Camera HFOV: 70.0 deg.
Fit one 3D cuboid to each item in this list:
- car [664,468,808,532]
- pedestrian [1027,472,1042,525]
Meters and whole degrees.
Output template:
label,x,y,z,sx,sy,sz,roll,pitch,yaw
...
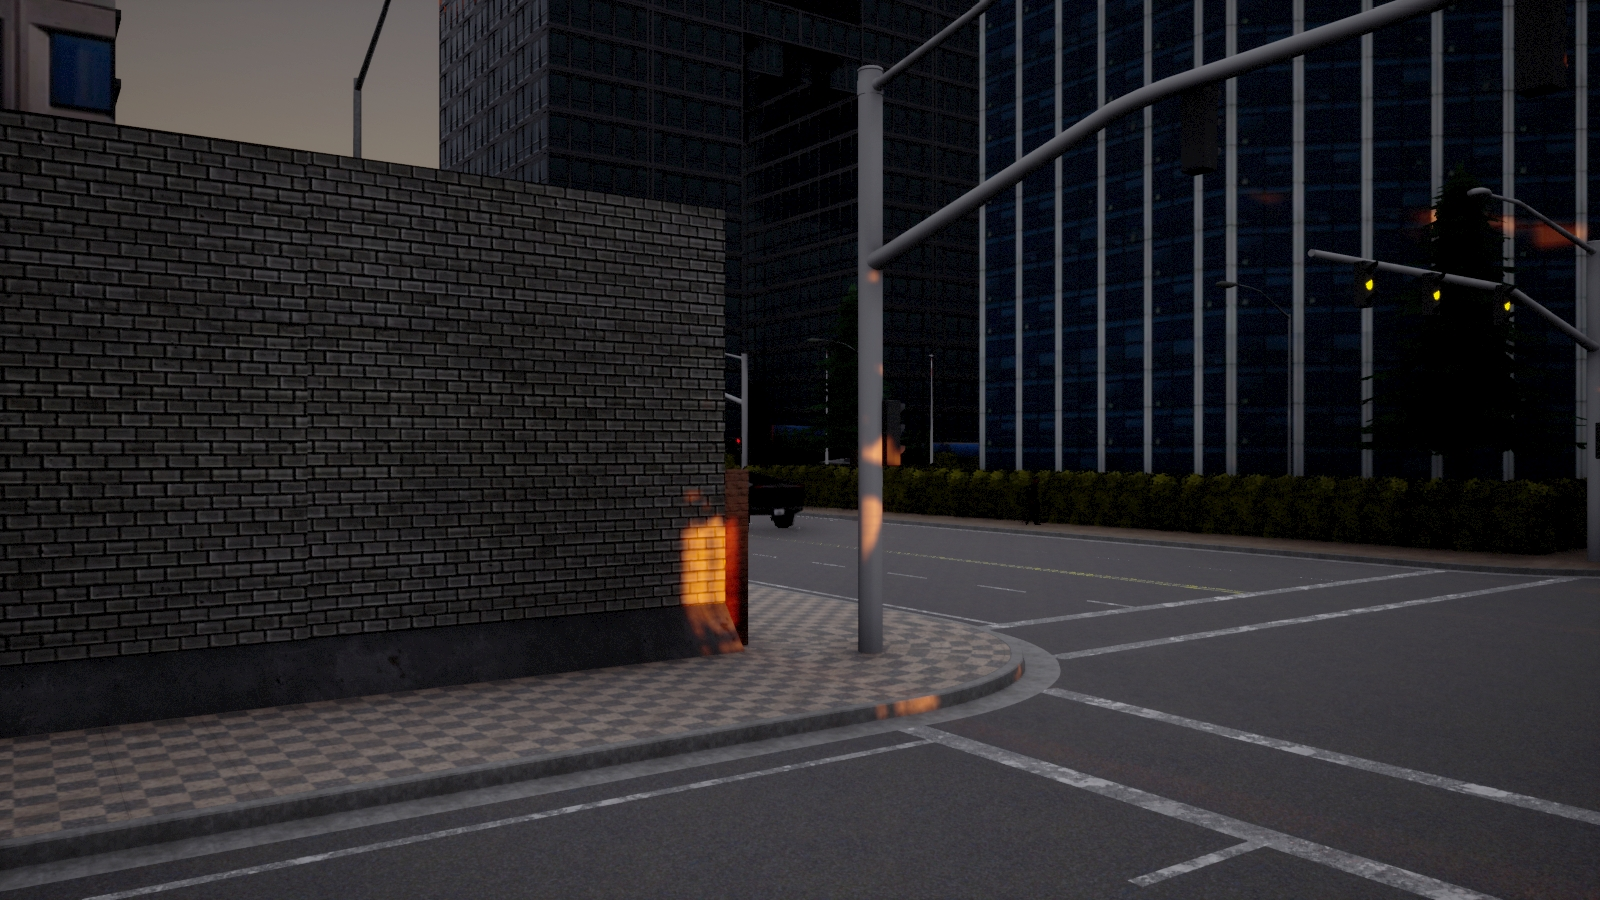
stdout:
label,x,y,z,sx,sy,sz,roll,pitch,yaw
car,-2.483,1.753,42.315,2.390,2.098,6.274,0,0,-35
pedestrian,8.310,1.698,40.473,0.375,1.860,0.375,0,0,-36
